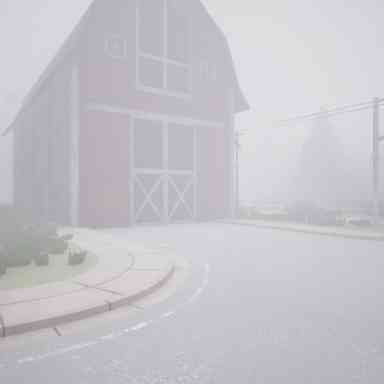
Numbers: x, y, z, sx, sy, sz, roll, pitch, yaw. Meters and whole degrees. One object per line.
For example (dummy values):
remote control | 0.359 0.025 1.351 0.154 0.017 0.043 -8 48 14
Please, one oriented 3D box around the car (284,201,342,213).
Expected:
car | 10.951 1.574 30.610 2.033 1.411 5.357 0 0 -35

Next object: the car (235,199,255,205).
car | 5.520 1.552 38.492 1.812 1.442 4.674 0 0 -34

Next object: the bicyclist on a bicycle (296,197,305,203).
bicyclist on a bicycle | 13.275 1.322 40.233 1.656 1.620 0.582 46 -25 -24
